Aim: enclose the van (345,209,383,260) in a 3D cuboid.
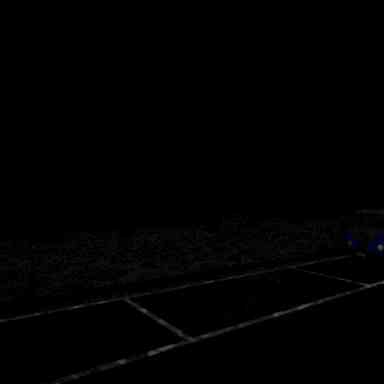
[{"bbox_3d":[7.024,1.474,11.658,3.998,1.788,1.690,1,0,-36],"label":"van"}]
